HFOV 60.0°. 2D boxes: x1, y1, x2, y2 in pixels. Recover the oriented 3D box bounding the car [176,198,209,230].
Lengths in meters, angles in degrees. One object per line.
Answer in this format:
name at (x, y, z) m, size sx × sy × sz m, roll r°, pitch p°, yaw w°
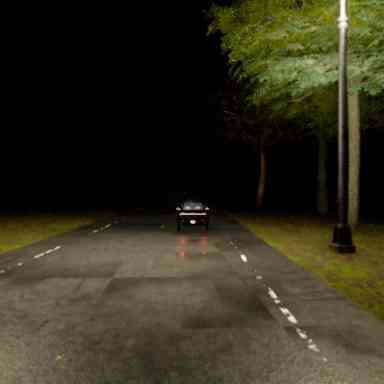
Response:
car at (0.040, 1.387, 20.383) m, size 2.128 × 1.511 × 4.902 m, roll 0°, pitch 0°, yaw 0°
